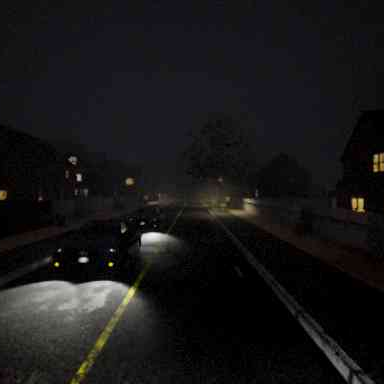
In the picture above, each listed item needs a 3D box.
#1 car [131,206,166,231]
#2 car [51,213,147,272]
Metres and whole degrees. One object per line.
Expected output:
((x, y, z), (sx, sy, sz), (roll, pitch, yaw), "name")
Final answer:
((-2.776, 1.600, 20.877), (1.994, 1.385, 4.181), (0, 0, 1), "car")
((-2.829, 1.587, 10.676), (1.994, 1.385, 4.181), (0, 0, 0), "car")
